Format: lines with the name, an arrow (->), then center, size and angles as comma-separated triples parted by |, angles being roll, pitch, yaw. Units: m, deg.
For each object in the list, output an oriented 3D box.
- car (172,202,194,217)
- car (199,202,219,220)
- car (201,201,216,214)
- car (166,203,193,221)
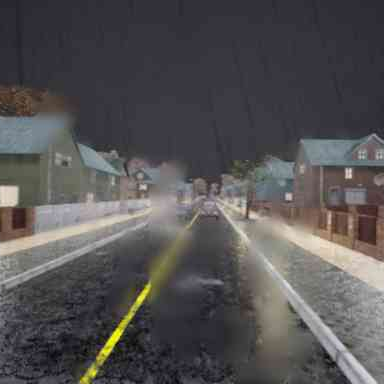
car -> -0.875, 1.913, 37.042 | 2.033, 1.411, 5.357 | 1, -1, 3
car -> 1.680, 1.907, 32.309 | 2.033, 1.411, 5.357 | 1, -1, 3
car -> 2.206, 2.000, 42.955 | 1.812, 1.442, 4.674 | 1, 0, 3
car -> -1.205, 1.826, 30.851 | 2.128, 1.511, 4.902 | 1, -1, 3
